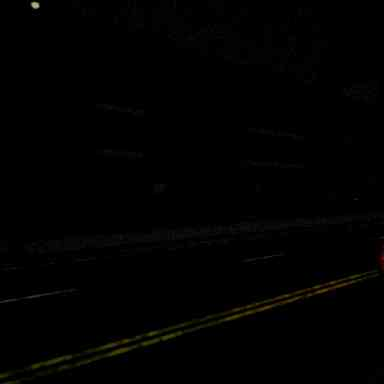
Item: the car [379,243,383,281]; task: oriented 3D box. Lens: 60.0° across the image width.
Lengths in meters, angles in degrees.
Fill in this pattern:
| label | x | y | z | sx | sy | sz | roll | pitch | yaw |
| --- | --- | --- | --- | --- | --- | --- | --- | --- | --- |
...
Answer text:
| label | x | y | z | sx | sy | sz | roll | pitch | yaw |
| --- | --- | --- | --- | --- | --- | --- | --- | --- | --- |
| car | 6.680 | 1.330 | 8.252 | 4.553 | 1.767 | 2.097 | 0 | 0 | -35 |
